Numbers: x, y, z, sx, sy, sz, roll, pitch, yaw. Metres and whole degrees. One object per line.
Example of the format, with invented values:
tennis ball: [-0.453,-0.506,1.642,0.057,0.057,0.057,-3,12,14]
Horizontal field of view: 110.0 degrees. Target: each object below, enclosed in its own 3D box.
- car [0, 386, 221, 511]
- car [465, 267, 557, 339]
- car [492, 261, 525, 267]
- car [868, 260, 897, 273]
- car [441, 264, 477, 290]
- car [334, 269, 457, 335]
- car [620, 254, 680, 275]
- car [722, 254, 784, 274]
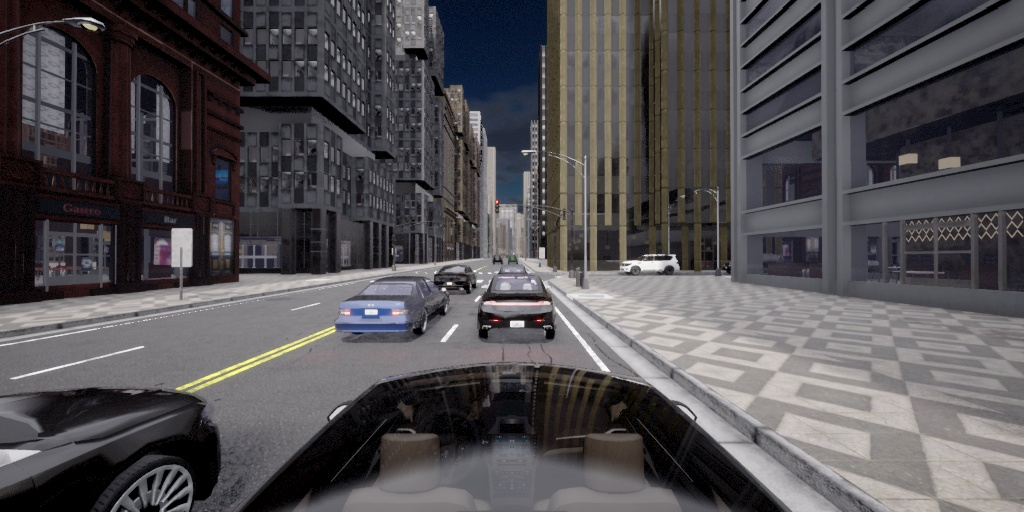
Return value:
car: [-3.149,1.241,0.751,2.128,1.511,4.902,0,0,0]
car: [0.120,1.238,10.074,2.128,1.511,4.902,0,0,0]
car: [0.045,1.225,19.504,2.128,1.511,4.902,0,0,0]
car: [35.083,1.096,35.814,5.357,1.411,2.033,0,0,0]
car: [-3.101,1.210,20.263,1.882,1.535,5.008,0,0,0]
car: [-3.129,1.293,10.494,2.033,1.411,5.357,0,0,0]
car: [13.737,0.859,35.829,5.566,2.045,2.150,0,0,0]
car: [24.164,0.814,35.829,5.566,2.045,2.150,0,0,0]
